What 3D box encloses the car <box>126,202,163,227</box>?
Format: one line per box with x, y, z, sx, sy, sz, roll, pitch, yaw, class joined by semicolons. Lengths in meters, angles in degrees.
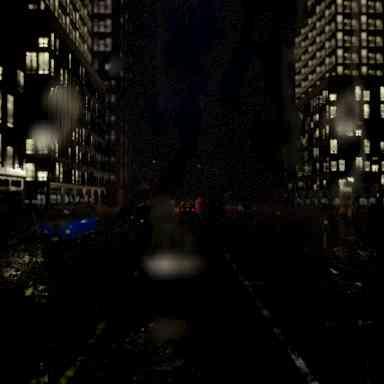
-3.496;1.777;25.446;1.837;1.490;4.892;0;-1;-1;car

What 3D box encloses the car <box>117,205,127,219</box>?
-6.207;1.920;33.036;1.947;1.339;4.313;0;-1;-1;car

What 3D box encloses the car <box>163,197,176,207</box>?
-4.069;2.240;65.564;2.033;1.411;5.357;0;-1;0;car

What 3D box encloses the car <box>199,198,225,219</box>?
2.173;1.667;33.176;2.192;1.841;5.009;0;-1;-1;car

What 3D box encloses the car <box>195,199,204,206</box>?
1.536;2.285;72.112;1.752;1.417;4.829;0;-1;-1;car

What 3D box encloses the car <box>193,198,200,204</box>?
1.176;2.427;94.096;1.967;1.590;4.097;0;-1;-1;car

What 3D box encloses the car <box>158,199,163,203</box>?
-6.841;2.341;71.804;1.802;1.307;4.206;0;-1;-1;car

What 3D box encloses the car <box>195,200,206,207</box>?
1.629;2.250;66.403;2.008;1.369;4.403;0;-1;-1;car

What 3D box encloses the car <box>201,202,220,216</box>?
2.081;1.955;38.711;1.887;1.381;4.507;0;-1;-1;car

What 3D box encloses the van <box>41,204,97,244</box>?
-5.935;1.519;16.424;1.690;1.788;3.998;0;-1;-1;van

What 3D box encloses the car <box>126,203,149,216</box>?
-6.298;1.963;38.574;2.008;1.369;4.403;0;-1;-1;car

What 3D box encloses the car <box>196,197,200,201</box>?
1.992;1.783;44.253;2.192;1.841;5.009;0;-1;-1;car

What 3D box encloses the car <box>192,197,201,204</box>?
1.268;2.245;88.559;2.192;1.841;5.009;0;-1;-1;car

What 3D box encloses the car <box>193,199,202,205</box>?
1.357;2.439;83.018;1.947;1.339;4.313;0;-1;-1;car

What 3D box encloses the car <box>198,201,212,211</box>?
1.901;2.092;49.789;1.947;1.339;4.313;0;-1;-1;car

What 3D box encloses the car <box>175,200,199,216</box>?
-0.487;1.943;37.203;2.033;1.411;5.357;0;-1;-1;car

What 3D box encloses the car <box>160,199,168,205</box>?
-7.022;2.456;82.880;1.802;1.307;4.206;0;-1;-1;car

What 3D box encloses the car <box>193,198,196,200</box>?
-0.659;1.981;47.525;1.882;1.535;5.008;0;-1;-1;car
